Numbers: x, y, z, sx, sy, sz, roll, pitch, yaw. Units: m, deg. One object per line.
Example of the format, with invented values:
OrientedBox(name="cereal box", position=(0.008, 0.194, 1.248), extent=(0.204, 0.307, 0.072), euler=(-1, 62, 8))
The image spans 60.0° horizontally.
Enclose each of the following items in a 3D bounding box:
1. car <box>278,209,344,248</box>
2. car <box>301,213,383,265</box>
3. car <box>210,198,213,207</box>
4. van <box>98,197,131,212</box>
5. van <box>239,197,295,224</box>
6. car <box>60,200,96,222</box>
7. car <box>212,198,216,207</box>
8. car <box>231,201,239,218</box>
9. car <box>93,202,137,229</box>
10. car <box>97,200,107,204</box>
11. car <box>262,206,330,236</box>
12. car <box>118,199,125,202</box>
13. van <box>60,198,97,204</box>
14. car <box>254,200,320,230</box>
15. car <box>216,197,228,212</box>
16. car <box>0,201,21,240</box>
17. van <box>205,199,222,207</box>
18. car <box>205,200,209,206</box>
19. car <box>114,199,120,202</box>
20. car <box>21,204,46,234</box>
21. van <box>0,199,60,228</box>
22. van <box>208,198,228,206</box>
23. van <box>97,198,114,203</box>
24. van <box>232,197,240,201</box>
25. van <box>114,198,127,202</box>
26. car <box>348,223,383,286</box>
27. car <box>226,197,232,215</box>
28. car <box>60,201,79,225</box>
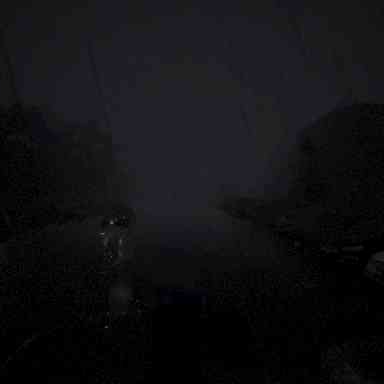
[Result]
OrientedBox(name="car", position=(6.344, 1.646, 13.804), extent=(4.792, 1.488, 2.163), euler=(1, 0, -20))
OrientedBox(name="car", position=(6.393, 1.589, 10.878), extent=(4.892, 1.521, 2.231), euler=(1, 0, -20))
OrientedBox(name="car", position=(6.380, 2.173, 57.875), extent=(5.366, 1.575, 1.946), euler=(1, -1, -20))
OrientedBox(name="van", position=(-11.470, 1.835, 49.117), extent=(4.442, 1.987, 1.878), euler=(-1, -1, -20))
OrientedBox(name="van", position=(6.223, 1.510, 25.509), extent=(4.442, 1.987, 1.878), euler=(1, 0, -20))
OrientedBox(name="car", position=(-11.325, 1.785, 28.527), extent=(5.366, 1.575, 1.946), euler=(-1, -1, -20))
OrientedBox(name="car", position=(6.401, 2.084, 52.014), extent=(5.366, 1.575, 1.946), euler=(1, -1, -20))
OrientedBox(name="car", position=(6.309, 1.772, 28.484), extent=(5.008, 1.535, 2.097), euler=(1, -1, -20))
OrientedBox(name="car", position=(-5.182, 1.738, 23.907), extent=(2.128, 1.511, 4.902), euler=(0, -1, 0))
OrientedBox(name="car", position=(-11.516, 1.900, 34.345), extent=(4.674, 1.452, 2.002), euler=(-1, 0, -20))
OrientedBox(name="car", position=(6.366, 1.647, 16.751), extent=(4.892, 1.521, 2.231), euler=(1, 0, -20))
OrientedBox(name="car", position=(-11.559, 2.017, 43.184), extent=(4.674, 1.452, 2.002), euler=(-1, -1, -20))
OrientedBox(name="van", position=(-11.621, 1.600, 31.365), extent=(4.442, 1.987, 1.878), euler=(-1, 0, -20))
OrientedBox(name="car", position=(6.381, 1.551, 19.692), extent=(4.553, 1.767, 2.185), euler=(1, 0, -20))
OrientedBox(name="car", position=(6.300, 1.667, 40.233), extent=(5.566, 2.045, 2.435), euler=(1, -1, -20))
OrientedBox(name="car", position=(-11.428, 1.537, 16.696), extent=(4.553, 1.767, 2.185), euler=(-1, 0, -20))
OrientedBox(name="van", position=(5.999, 3.171, 93.000), extent=(4.442, 1.987, 1.878), euler=(2, -5, -21))
OrientedBox(name="car", position=(5.985, 2.299, 66.548), extent=(5.366, 1.575, 1.946), euler=(1, -1, -20))
OrientedBox(name="car", position=(-11.545, 1.977, 40.239), extent=(4.674, 1.452, 2.002), euler=(-1, -1, -20))
OrientedBox(name="car", position=(-11.492, 1.723, 19.617), extent=(4.792, 1.488, 2.163), euler=(-1, 0, -20))
OrientedBox(name="van", position=(-11.584, 1.500, 22.529), extent=(4.442, 1.987, 1.878), euler=(-1, 0, -20))
OrientedBox(name="van", position=(6.172, 2.369, 78.386), extent=(4.442, 1.987, 1.878), euler=(2, -3, -21))
OrientedBox(name="van", position=(-11.427, 1.672, 37.341), extent=(4.442, 1.987, 1.878), euler=(-1, -1, -20))
OrientedBox(name="van", position=(6.415, 1.583, 31.464), extent=(4.442, 1.987, 1.878), euler=(1, -1, -20))
OrientedBox(name="van", position=(-11.675, 1.794, 46.083), extent=(4.442, 1.987, 1.878), euler=(-1, -1, -20))
OrientedBox(name="car", position=(6.396, 1.599, 7.948), extent=(4.674, 1.452, 2.002), euler=(1, 0, -20))
OrientedBox(name="car", position=(6.265, 1.715, 34.344), extent=(4.553, 1.767, 2.185), euler=(1, -1, -20))
OrientedBox(name="car", position=(-11.479, 1.757, 25.517), extent=(4.892, 1.521, 2.231), euler=(-1, 0, -20))
